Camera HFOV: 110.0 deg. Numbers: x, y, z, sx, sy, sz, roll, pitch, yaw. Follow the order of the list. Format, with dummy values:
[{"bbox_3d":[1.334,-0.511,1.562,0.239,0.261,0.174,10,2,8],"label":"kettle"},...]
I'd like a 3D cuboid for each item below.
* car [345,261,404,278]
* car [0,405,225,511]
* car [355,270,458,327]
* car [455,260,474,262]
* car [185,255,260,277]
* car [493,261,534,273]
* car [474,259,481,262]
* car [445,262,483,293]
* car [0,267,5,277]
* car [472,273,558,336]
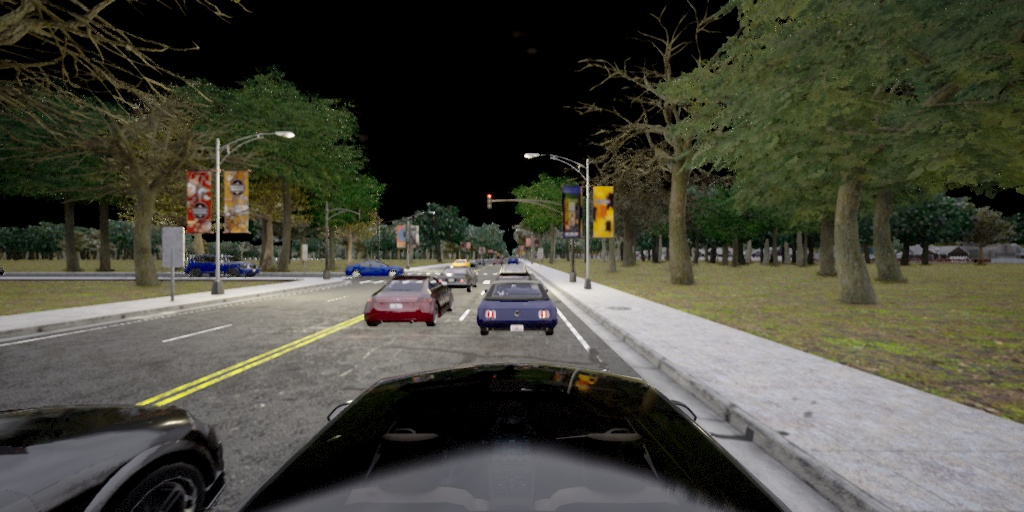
[{"bbox_3d":[-12.300,1.200,32.324,5.008,1.535,1.882,0,0,-9],"label":"car"},{"bbox_3d":[-3.156,1.315,0.954,1.994,1.385,4.181,0,0,0],"label":"car"},{"bbox_3d":[-3.112,1.305,11.560,1.994,1.385,4.181,0,0,-1],"label":"car"},{"bbox_3d":[-6.454,1.199,45.601,1.882,1.535,5.008,0,0,0],"label":"car"},{"bbox_3d":[-25.558,0.921,31.700,5.566,2.045,2.150,0,0,0],"label":"car"},{"bbox_3d":[0.137,1.227,19.577,2.128,1.511,4.902,0,0,1],"label":"car"},{"bbox_3d":[-6.404,1.320,56.151,1.895,1.301,4.718,0,0,0],"label":"car"},{"bbox_3d":[-3.089,1.282,20.801,2.033,1.411,5.357,0,0,0],"label":"car"},{"bbox_3d":[-48.241,1.172,31.826,4.902,1.511,2.128,0,0,1],"label":"car"},{"bbox_3d":[0.127,1.343,10.323,1.895,1.301,4.718,0,0,0],"label":"car"}]
